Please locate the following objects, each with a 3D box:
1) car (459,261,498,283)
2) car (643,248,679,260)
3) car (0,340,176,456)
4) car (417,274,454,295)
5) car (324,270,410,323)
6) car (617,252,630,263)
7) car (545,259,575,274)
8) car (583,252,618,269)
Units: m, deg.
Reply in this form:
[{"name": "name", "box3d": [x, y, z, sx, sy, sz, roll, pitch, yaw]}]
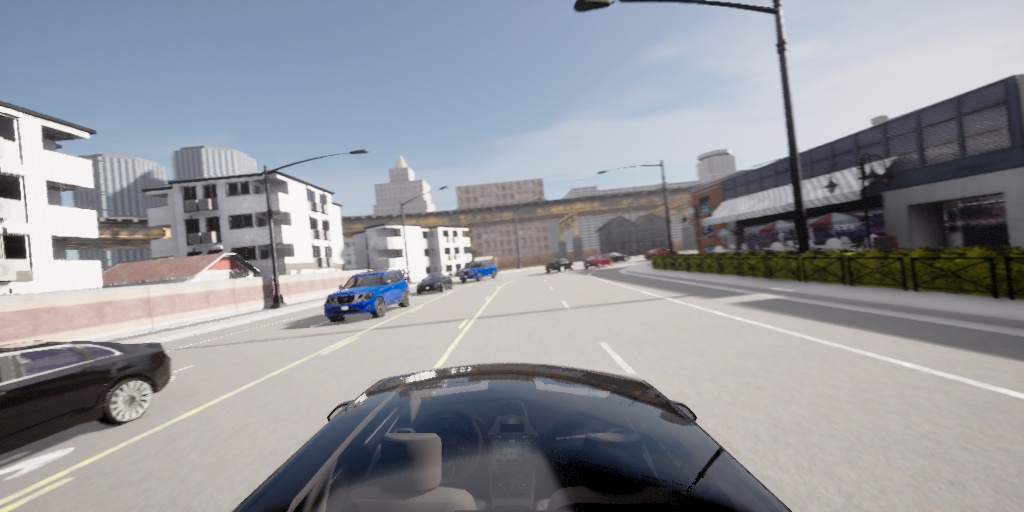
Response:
[{"name": "car", "box3d": [-3.522, 1.652, 38.690, 2.150, 2.045, 5.566, -6, -1, 25]}, {"name": "car", "box3d": [19.338, -0.300, 46.633, 4.674, 1.442, 1.812, -6, -1, -17]}, {"name": "car", "box3d": [-6.998, 1.972, 4.313, 2.128, 1.511, 4.902, -6, -1, 1]}, {"name": "car", "box3d": [-5.985, 2.153, 28.169, 1.994, 1.385, 4.181, -6, -1, 6]}, {"name": "car", "box3d": [-6.694, 1.787, 17.278, 2.150, 2.045, 5.566, -6, -1, 2]}, {"name": "car", "box3d": [13.580, 0.265, 47.902, 4.902, 1.511, 2.128, -6, -1, -29]}, {"name": "car", "box3d": [5.384, 1.043, 40.110, 1.837, 1.490, 4.892, -6, 0, 32]}, {"name": "car", "box3d": [9.709, 0.625, 40.394, 1.812, 1.442, 4.674, -6, -1, 42]}]
